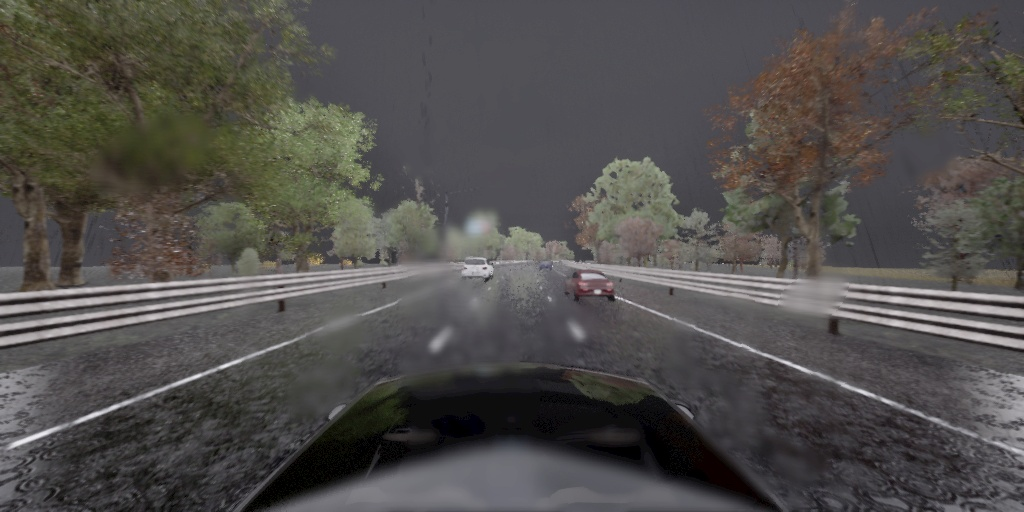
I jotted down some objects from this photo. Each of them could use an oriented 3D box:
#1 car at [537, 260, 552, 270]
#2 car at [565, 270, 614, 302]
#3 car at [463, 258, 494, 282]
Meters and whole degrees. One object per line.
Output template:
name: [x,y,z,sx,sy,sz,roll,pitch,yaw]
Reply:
car: [5.728,1.545,61.730,2.097,1.767,4.553,0,0,4]
car: [3.749,1.393,17.792,1.812,1.442,4.674,0,0,1]
car: [-2.892,1.166,31.378,2.150,2.045,5.566,0,0,2]
